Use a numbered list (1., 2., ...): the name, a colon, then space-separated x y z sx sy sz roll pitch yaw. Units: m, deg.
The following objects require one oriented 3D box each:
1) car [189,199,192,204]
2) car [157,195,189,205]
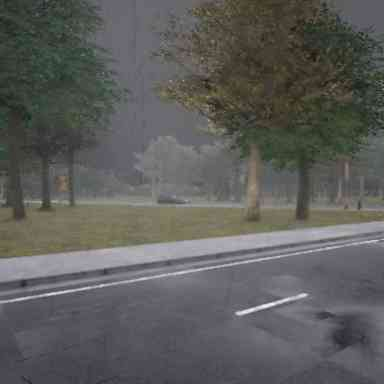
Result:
1. car: -2.282 1.632 65.281 4.553 1.767 2.097 0 0 32
2. car: -3.975 1.543 62.508 5.566 2.045 2.150 0 0 32
